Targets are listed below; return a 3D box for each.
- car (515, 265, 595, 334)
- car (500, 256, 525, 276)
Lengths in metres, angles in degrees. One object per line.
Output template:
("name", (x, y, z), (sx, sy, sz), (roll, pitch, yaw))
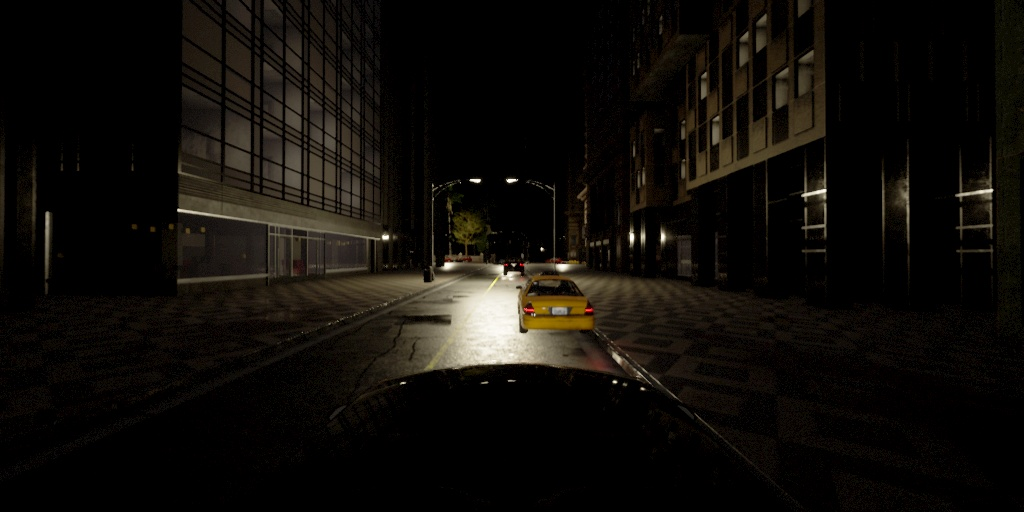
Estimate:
("car", (1.089, 1.223, 10.655), (1.801, 1.575, 5.366), (0, 0, 0))
("car", (0.235, 1.043, 38.204), (2.150, 2.045, 5.566), (0, 0, 1))
